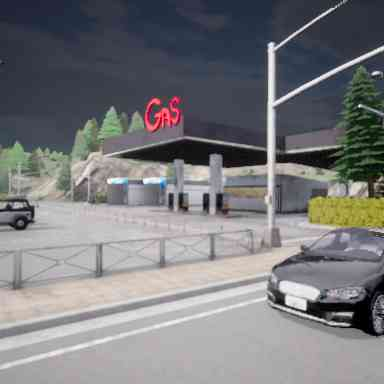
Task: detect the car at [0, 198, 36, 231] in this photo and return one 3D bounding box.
[{"bbox_3d":[-11.242,1.281,19.343,3.866,1.878,1.905,0,0,-36],"label":"car"}]

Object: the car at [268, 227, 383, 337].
[{"bbox_3d":[3.567,1.518,6.882,4.902,1.511,2.128,0,0,-39],"label":"car"}]

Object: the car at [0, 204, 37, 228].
[{"bbox_3d":[-12.686,1.569,22.399,3.806,1.475,1.970,0,0,-36],"label":"car"}]
